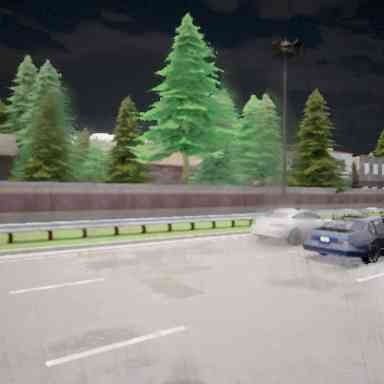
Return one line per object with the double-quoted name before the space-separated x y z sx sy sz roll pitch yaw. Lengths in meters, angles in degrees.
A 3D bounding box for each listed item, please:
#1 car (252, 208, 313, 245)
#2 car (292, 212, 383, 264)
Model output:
"car" 4.759 1.465 14.986 4.674 1.442 1.812 0 0 -34
"car" 6.186 1.527 11.723 5.357 1.411 2.033 0 1 -34
